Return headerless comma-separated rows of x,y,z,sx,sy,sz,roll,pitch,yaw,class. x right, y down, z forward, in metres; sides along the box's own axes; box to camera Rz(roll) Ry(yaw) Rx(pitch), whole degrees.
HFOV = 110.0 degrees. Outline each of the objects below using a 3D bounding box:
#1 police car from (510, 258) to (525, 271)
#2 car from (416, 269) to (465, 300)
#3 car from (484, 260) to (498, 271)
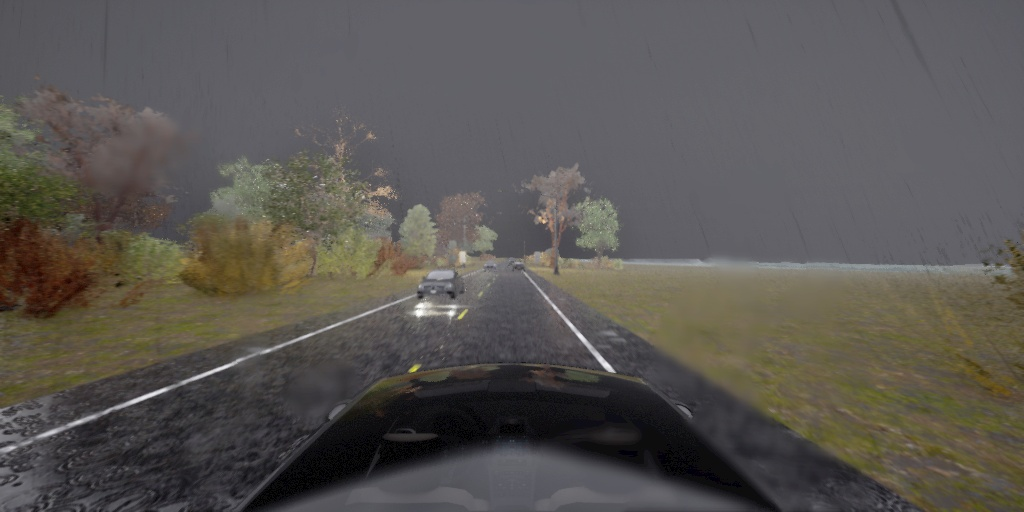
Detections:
1.051,1.554,56.849,1.930,1.638,5.238,0,0,0,police car
-3.596,1.396,18.763,1.812,1.442,4.674,0,0,0,car
-3.523,1.509,60.058,2.097,1.767,4.553,0,0,1,car
